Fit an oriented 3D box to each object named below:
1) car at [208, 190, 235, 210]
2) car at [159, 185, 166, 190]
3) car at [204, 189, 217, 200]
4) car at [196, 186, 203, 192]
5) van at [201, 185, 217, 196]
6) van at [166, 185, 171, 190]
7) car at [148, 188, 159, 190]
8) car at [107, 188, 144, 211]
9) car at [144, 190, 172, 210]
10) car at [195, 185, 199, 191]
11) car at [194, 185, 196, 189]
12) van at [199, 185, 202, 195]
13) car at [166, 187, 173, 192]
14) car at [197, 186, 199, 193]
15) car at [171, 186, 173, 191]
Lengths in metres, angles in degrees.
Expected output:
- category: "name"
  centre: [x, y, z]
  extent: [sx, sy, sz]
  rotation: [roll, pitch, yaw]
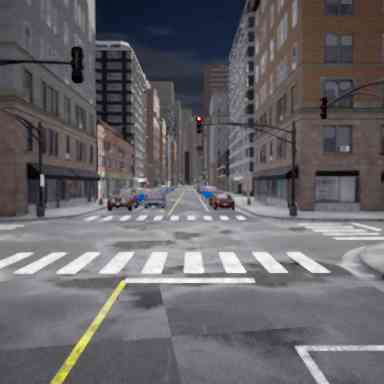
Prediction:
- category: "car"
  centre: [2.658, 0.802, 28.863]
  extent: [1.887, 1.381, 4.507]
  rotation: [0, 1, 0]
- category: "car"
  centre: [-6.057, 0.004, 56.300]
  extent: [1.967, 1.590, 4.097]
  rotation: [0, 1, 0]
- category: "car"
  centre: [2.620, 0.684, 34.363]
  extent: [1.947, 1.339, 4.313]
  rotation: [0, 1, 0]
- category: "car"
  centre: [2.204, -0.975, 94.854]
  extent: [1.967, 1.590, 4.097]
  rotation: [0, 1, 0]
- category: "van"
  centre: [2.544, 0.180, 45.356]
  extent: [1.690, 1.788, 3.998]
  rotation: [0, 1, 0]
- category: "van"
  centre: [-6.171, -0.515, 72.796]
  extent: [1.690, 1.788, 3.998]
  rotation: [0, 1, 0]
- category: "car"
  centre: [-5.981, 0.283, 45.301]
  extent: [1.967, 1.590, 4.097]
  rotation: [0, 1, 0]
- category: "car"
  centre: [-5.868, 0.577, 28.799]
  extent: [2.192, 1.841, 5.009]
  rotation: [0, 1, 0]
- category: "car"
  centre: [-3.213, 0.789, 30.275]
  extent: [2.033, 1.411, 5.357]
  rotation: [0, 2, 0]
- category: "car"
  centre: [2.318, -0.418, 78.359]
  extent: [1.802, 1.307, 4.206]
  rotation: [0, 1, 0]
- category: "car"
  centre: [2.279, -0.824, 83.852]
  extent: [2.192, 1.841, 5.009]
  rotation: [0, 1, 0]
- category: "van"
  centre: [2.468, -0.100, 56.356]
  extent: [1.690, 1.788, 3.998]
  rotation: [0, 1, 0]
- category: "car"
  centre: [-6.321, -0.829, 94.800]
  extent: [1.802, 1.307, 4.206]
  rotation: [0, 1, 0]
- category: "car"
  centre: [2.393, -0.139, 67.361]
  extent: [1.802, 1.307, 4.206]
  rotation: [0, 1, 0]
- category: "car"
  centre: [-6.208, -0.444, 78.300]
  extent: [2.008, 1.369, 4.403]
  rotation: [0, 1, 0]
